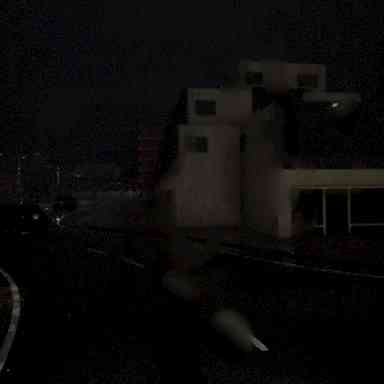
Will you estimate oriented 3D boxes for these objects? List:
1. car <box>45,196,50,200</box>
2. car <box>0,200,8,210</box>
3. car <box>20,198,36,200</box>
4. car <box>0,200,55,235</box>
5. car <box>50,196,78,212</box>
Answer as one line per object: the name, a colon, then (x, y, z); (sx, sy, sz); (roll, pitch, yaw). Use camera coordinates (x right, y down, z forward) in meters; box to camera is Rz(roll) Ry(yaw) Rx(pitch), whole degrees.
car: (-33.902, 1.581, 79.906); (2.097, 1.767, 4.553); (-1, 0, -9)
car: (-29.307, 1.963, 49.509); (1.837, 1.490, 4.892); (-1, 0, -8)
car: (-31.561, 2.019, 64.642); (1.837, 1.490, 4.892); (-1, 0, -9)
car: (-10.897, 1.527, 20.088); (4.553, 1.767, 2.097); (-1, 0, 26)
car: (-16.614, 1.515, 43.892); (2.150, 2.045, 5.566); (-1, 0, -9)
